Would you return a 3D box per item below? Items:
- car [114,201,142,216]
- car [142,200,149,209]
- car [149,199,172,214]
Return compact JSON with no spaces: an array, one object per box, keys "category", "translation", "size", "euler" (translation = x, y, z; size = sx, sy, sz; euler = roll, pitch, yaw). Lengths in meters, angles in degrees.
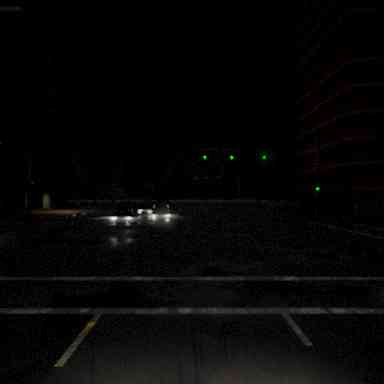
[{"category":"car","translation":[-7.119,1.797,36.400],"size":[1.837,1.490,4.892],"euler":[0,0,1]},{"category":"car","translation":[-7.013,1.939,51.471],"size":[1.812,1.442,4.674],"euler":[0,-1,0]},{"category":"car","translation":[-3.572,1.678,40.512],"size":[2.097,1.767,4.553],"euler":[0,0,0]}]
